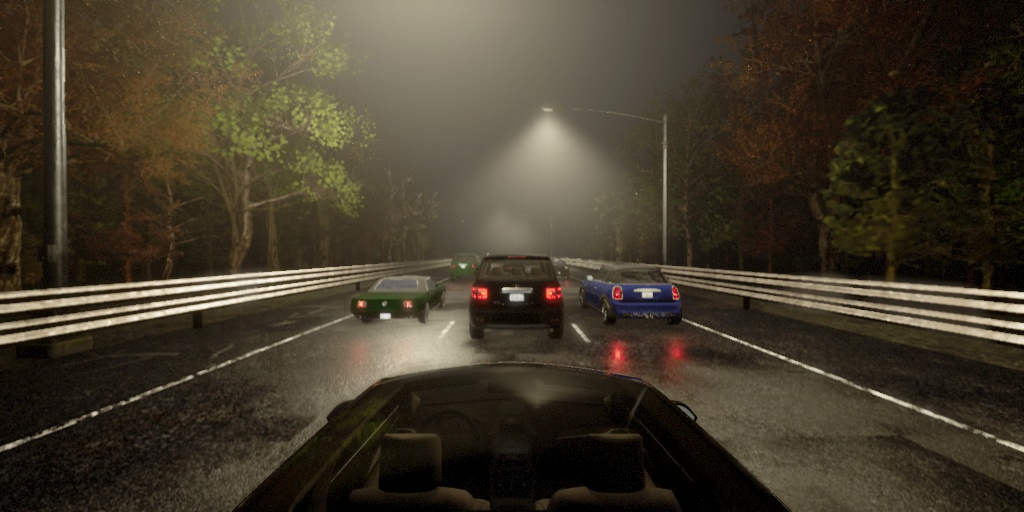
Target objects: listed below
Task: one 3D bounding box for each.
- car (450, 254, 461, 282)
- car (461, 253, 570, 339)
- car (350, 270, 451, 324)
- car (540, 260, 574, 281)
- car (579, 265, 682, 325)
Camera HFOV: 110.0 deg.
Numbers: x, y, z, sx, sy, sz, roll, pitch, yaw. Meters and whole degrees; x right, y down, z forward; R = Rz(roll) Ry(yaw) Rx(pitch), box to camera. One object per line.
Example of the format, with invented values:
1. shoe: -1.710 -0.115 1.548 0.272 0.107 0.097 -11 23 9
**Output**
1. car: -3.395 0.836 27.691 2.150 2.045 5.566 0 0 0
2. car: 0.103 0.932 10.043 2.150 2.045 5.566 0 0 0
3. car: -3.395 1.302 11.761 1.895 1.301 4.718 0 0 -1
4. car: 3.609 1.094 29.697 2.128 1.511 4.902 0 0 0
5. car: 3.605 1.053 11.742 2.097 1.767 4.553 0 0 -1
